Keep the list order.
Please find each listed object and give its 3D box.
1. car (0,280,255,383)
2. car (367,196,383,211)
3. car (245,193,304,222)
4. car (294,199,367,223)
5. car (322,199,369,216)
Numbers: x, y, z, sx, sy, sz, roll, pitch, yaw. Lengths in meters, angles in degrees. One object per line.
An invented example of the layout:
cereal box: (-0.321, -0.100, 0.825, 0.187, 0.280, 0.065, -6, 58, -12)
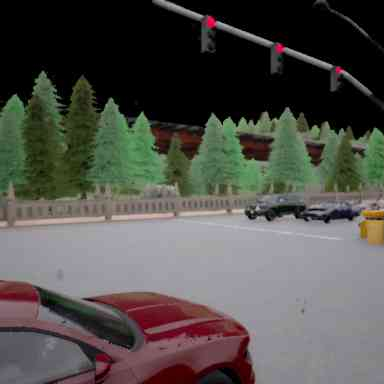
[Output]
car: (-1.685, 1.478, 2.545, 5.008, 1.535, 1.882, 0, 0, -35)
car: (17.767, 1.336, 29.528, 4.674, 1.442, 1.812, 0, 0, -35)
car: (6.624, 1.099, 25.914, 5.566, 2.045, 2.150, 0, 0, -36)
car: (10.099, 1.415, 24.085, 5.357, 1.411, 2.033, 0, 0, -35)
car: (14.591, 1.420, 31.566, 4.718, 1.301, 1.895, 0, 0, -35)
